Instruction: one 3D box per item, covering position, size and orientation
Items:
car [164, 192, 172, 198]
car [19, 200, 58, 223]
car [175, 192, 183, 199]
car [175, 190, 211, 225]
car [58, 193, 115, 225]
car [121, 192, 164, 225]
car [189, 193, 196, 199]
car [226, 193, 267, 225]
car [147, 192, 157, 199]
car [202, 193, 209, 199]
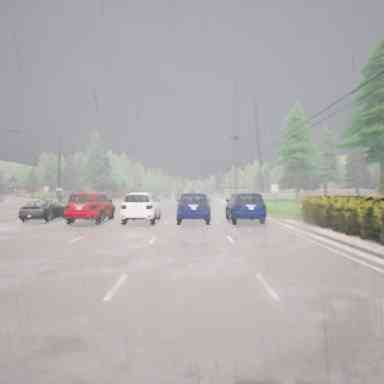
[{"bbox_3d":[-6.982,0.973,87.943,2.033,1.411,5.357,0,0,0],"label":"car"},{"bbox_3d":[-10.395,1.340,23.678,2.128,1.511,4.902,0,0,0],"label":"car"},{"bbox_3d":[-3.482,0.911,87.942,1.882,1.535,5.008,0,0,0],"label":"car"},{"bbox_3d":[0.104,1.074,22.970,2.150,2.045,5.566,0,0,0],"label":"car"},{"bbox_3d":[-6.896,1.074,22.975,2.150,2.045,5.566,0,0,0],"label":"car"},{"bbox_3d":[-3.396,1.075,22.912,2.150,2.045,5.566,0,0,0],"label":"car"},{"bbox_3d":[0.018,0.957,87.942,1.812,1.442,4.674,0,0,0],"label":"car"},{"bbox_3d":[3.604,1.075,22.919,2.150,2.045,5.566,0,0,0],"label":"car"},{"bbox_3d":[-10.482,0.786,88.330,2.097,1.767,4.553,0,0,0],"label":"car"},{"bbox_3d":[3.518,0.957,87.941,1.812,1.442,4.674,0,0,0],"label":"car"}]
